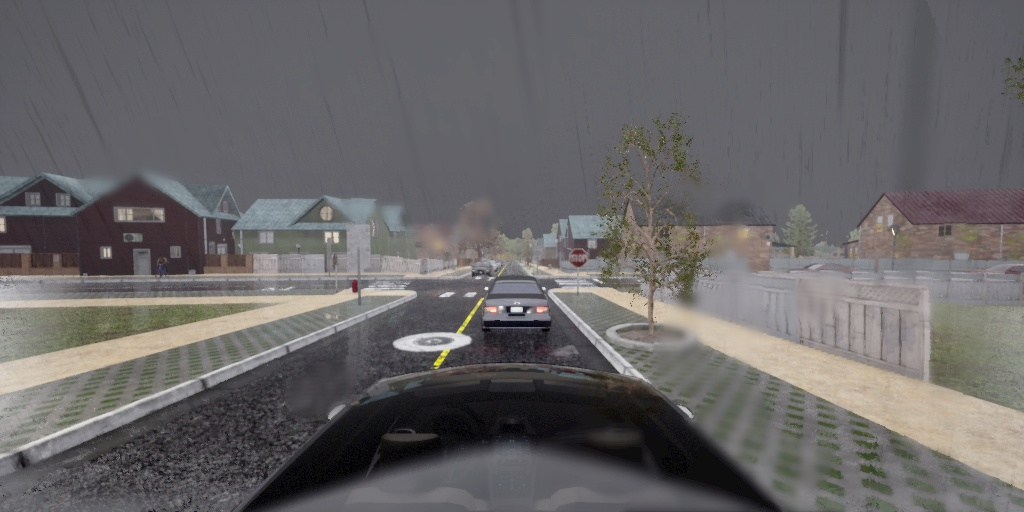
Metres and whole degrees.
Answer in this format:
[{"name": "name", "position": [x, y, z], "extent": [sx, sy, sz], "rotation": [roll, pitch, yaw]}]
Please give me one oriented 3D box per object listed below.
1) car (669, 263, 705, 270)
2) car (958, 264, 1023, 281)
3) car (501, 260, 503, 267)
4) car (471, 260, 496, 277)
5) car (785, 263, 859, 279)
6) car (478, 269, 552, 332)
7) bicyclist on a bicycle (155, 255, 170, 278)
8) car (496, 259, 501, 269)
[{"name": "car", "position": [12.569, 1.241, 27.133], "extent": [4.181, 1.385, 1.994], "rotation": [0, 3, 2]}, {"name": "car", "position": [34.098, 1.282, 24.596], "extent": [5.008, 1.535, 1.882], "rotation": [1, 3, 12]}, {"name": "car", "position": [-2.804, 1.415, 58.181], "extent": [1.895, 1.301, 4.718], "rotation": [0, 0, 1]}, {"name": "car", "position": [-2.848, 1.260, 34.954], "extent": [1.837, 1.490, 4.892], "rotation": [0, 0, 0]}, {"name": "car", "position": [22.795, 1.241, 26.395], "extent": [4.674, 1.442, 1.812], "rotation": [0, 3, 6]}, {"name": "car", "position": [0.103, 1.291, 10.820], "extent": [2.033, 1.411, 5.357], "rotation": [0, 0, 0]}, {"name": "bicyclist on a bicycle", "position": [-24.881, 0.759, 25.543], "extent": [0.582, 1.620, 1.656], "rotation": [0, 3, -16]}, {"name": "car", "position": [-2.841, 1.306, 46.956], "extent": [1.812, 1.442, 4.674], "rotation": [0, 0, 0]}]
